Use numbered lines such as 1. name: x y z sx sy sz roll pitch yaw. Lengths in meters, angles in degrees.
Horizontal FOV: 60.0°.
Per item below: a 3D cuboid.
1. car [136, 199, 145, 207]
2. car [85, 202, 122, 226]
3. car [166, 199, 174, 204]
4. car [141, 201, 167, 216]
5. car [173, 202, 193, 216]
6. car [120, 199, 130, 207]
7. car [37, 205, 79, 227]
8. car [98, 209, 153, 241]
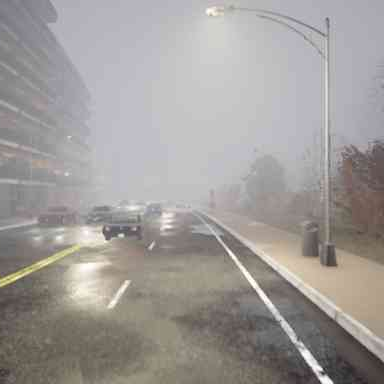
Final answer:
1. car: -10.191 2.185 67.049 2.033 1.411 5.357 0 -1 -7
2. car: -7.160 1.809 26.735 1.837 1.490 4.892 0 -1 -2
3. car: -5.538 2.418 81.371 1.895 1.301 4.718 0 -1 -8
4. car: -4.199 1.945 37.125 2.033 1.411 5.357 0 -1 -3
5. car: -0.931 1.984 36.832 1.895 1.301 4.718 0 -1 -3
6. car: -13.415 2.134 66.639 1.882 1.535 5.008 0 -1 -7
7. car: -10.390 1.786 26.162 1.882 1.535 5.008 0 -1 -2
8. car: -3.412 1.803 18.027 1.895 1.301 4.718 0 -1 -1
